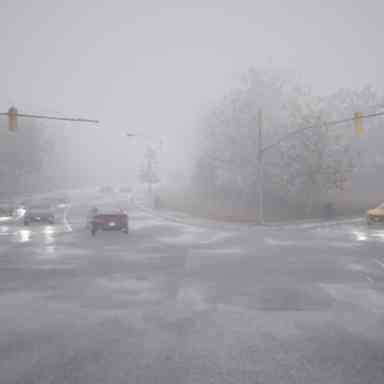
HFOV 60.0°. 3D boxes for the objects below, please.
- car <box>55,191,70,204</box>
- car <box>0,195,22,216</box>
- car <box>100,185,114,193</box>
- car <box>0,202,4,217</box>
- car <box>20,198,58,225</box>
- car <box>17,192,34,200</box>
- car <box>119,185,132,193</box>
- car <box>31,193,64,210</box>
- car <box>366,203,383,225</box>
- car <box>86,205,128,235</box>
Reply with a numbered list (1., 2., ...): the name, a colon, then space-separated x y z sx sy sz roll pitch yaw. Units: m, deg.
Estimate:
1. car: -16.970 0.667 42.981 1.837 1.490 4.892 0 3 -12
2. car: -16.625 1.315 29.279 1.994 1.385 4.181 0 2 -19
3. car: -16.476 -0.663 64.371 2.128 1.511 4.902 0 4 -1
4. car: -13.471 1.547 21.081 1.895 1.301 4.718 0 1 -23
5. car: -10.779 1.426 23.752 1.837 1.490 4.892 0 1 -21
6. car: -19.539 0.840 38.832 2.128 1.511 4.902 0 3 -15
7. car: -13.031 -0.679 65.598 2.033 1.411 5.357 0 4 -1
8. car: -14.250 1.202 32.963 2.033 1.411 5.357 0 2 -18
9. car: 13.582 1.393 22.278 5.008 1.535 1.882 -1 1 -35
10. car: -4.920 1.466 19.026 1.882 1.535 5.008 0 0 -21
